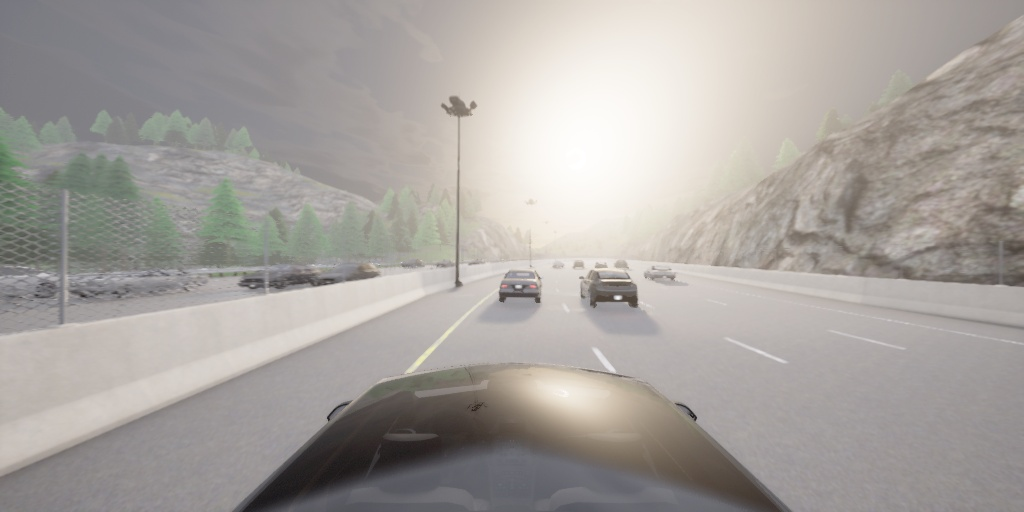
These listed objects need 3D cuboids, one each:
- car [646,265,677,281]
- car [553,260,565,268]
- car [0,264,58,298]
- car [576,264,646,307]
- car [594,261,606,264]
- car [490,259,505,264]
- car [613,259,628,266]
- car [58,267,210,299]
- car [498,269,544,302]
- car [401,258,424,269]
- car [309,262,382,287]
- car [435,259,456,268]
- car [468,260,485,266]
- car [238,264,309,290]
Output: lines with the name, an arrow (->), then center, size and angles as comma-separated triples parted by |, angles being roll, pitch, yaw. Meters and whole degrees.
car -> 13.025, 1.484, 31.936 | 1.895, 1.301, 4.718 | 1, 0, 9
car -> 8.490, 1.360, 64.842 | 1.812, 1.442, 4.674 | 1, 0, 11
car -> -20.706, 1.061, 13.988 | 1.812, 1.442, 4.674 | 1, 0, 4
car -> 4.103, 1.296, 15.700 | 1.837, 1.490, 4.892 | 0, 0, 4
car -> 14.019, 1.492, 56.808 | 1.895, 1.301, 4.718 | 1, 0, 12
car -> -2.521, 1.275, 63.650 | 2.033, 1.411, 5.357 | 1, 0, 11
car -> 18.574, 1.290, 61.598 | 2.097, 1.767, 4.553 | 1, 0, 11
car -> -17.044, 1.174, 16.700 | 1.895, 1.301, 4.718 | 1, 0, 4
car -> 0.501, 1.302, 17.037 | 2.033, 1.411, 5.357 | 1, 0, 5
car -> -15.003, 1.095, 54.341 | 1.837, 1.490, 4.892 | 1, 0, 11
car -> -9.603, 1.154, 21.590 | 1.837, 1.490, 4.892 | 0, 0, 6
car -> -10.636, 1.189, 58.468 | 2.033, 1.411, 5.357 | 1, 0, 11
car -> -6.206, 1.293, 63.005 | 1.895, 1.301, 4.718 | 1, 0, 11
car -> -13.191, 1.160, 21.205 | 2.033, 1.411, 5.357 | 1, 0, 5
